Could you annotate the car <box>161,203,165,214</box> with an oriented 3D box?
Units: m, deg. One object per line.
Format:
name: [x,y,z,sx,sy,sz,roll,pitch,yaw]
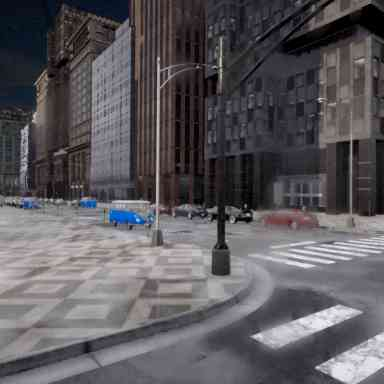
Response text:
car: [-3.619,1.840,35.689,1.802,1.307,4.206,0,-1,-36]

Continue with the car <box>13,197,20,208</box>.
car: [-27.032,1.931,53.628,1.947,1.339,4.313,0,-1,-36]

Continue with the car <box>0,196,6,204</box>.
car: [-36.931,2.025,67.383,2.008,1.369,4.403,0,-1,-36]

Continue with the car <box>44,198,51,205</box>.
car: [-30.015,2.107,72.367,2.008,1.369,4.403,0,0,-36]

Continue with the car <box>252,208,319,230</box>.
car: [6.279,1.722,21.935,1.802,1.307,4.206,0,-1,-36]

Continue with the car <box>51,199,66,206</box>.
car: [-26.815,2.047,67.921,1.752,1.417,4.829,0,0,-36]

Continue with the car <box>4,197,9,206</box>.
car: [-33.631,2.020,62.798,1.802,1.307,4.206,0,-1,-36]

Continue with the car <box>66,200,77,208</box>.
car: [-20.117,1.998,58.613,2.008,1.369,4.403,0,-1,-36]

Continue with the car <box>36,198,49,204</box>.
car: [-36.614,2.179,81.537,2.008,1.369,4.403,0,0,-36]

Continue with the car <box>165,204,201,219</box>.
car: [-0.320,1.771,31.105,2.008,1.369,4.403,0,-1,-36]

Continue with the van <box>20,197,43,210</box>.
van: [-23.732,1.669,49.045,1.690,1.788,3.998,0,-1,-36]

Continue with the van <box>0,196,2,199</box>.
van: [-43.530,1.887,76.554,1.690,1.788,3.998,0,-1,-36]

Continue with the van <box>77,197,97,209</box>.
van: [-16.817,1.751,54.030,1.690,1.788,3.998,0,-1,-36]

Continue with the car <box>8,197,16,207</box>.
car: [-30.332,1.946,58.213,1.887,1.381,4.507,0,-1,-36]

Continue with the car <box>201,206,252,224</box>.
car: [2.980,1.746,26.520,1.947,1.339,4.313,0,-1,-36]

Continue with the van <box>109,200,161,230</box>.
van: [-3.934,1.439,21.535,1.690,1.788,3.998,0,-1,-36]
